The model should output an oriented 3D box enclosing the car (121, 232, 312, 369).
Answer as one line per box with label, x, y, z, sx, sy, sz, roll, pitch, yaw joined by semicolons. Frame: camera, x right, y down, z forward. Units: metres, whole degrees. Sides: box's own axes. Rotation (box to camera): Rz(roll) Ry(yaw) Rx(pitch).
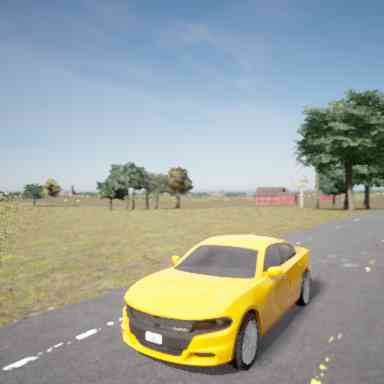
car;0.855;1.592;6.275;1.882;1.535;5.008;-1;-1;32
